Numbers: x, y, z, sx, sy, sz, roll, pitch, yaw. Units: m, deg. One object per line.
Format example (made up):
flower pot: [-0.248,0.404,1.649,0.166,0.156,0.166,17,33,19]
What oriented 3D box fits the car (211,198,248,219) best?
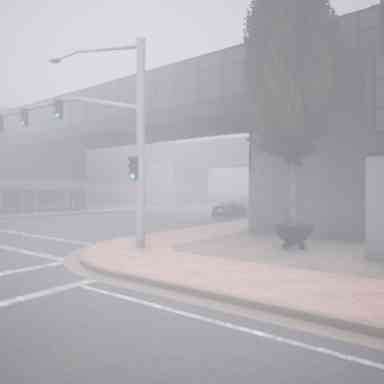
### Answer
car: [3.392,1.503,28.742,1.994,1.385,4.181,0,0,36]

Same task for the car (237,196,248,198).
car: [8.180,1.389,53.395,1.882,1.535,5.008,0,0,36]
